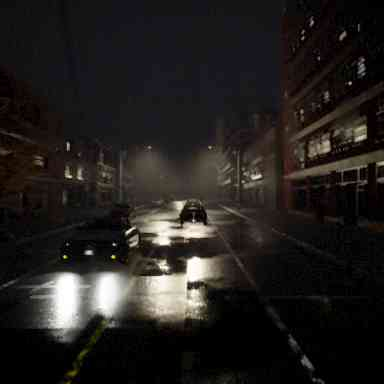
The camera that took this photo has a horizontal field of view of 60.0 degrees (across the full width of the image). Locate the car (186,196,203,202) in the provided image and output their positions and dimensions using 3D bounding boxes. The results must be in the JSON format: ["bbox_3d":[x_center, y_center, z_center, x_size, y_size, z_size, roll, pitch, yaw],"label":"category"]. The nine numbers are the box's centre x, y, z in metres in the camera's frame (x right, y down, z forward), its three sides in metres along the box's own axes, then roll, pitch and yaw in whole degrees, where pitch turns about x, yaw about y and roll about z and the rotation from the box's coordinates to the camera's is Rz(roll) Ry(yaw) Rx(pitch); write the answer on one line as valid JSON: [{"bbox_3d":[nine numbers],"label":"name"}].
[{"bbox_3d":[0.107,1.609,46.207,1.994,1.385,4.181,0,0,0],"label":"car"}]

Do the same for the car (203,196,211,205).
[{"bbox_3d":[2.718,1.588,61.761,1.752,1.417,4.829,1,0,0],"label":"car"}]

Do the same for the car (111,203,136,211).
[{"bbox_3d":[-5.670,1.609,27.412,1.802,1.307,4.206,1,0,0],"label":"car"}]

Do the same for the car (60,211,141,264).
[{"bbox_3d":[-2.997,1.575,11.667,1.994,1.385,4.181,0,0,0],"label":"car"}]

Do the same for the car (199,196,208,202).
[{"bbox_3d":[2.722,1.665,78.651,1.802,1.307,4.206,1,0,0],"label":"car"}]

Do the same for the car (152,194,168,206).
[{"bbox_3d":[-5.661,1.497,55.845,1.967,1.590,4.097,1,0,0],"label":"car"}]

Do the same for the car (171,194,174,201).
[{"bbox_3d":[-5.657,1.517,72.906,1.967,1.590,4.097,1,0,0],"label":"car"}]

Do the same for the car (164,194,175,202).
[{"bbox_3d":[-5.652,1.406,84.279,2.192,1.841,5.009,1,0,0],"label":"car"}]

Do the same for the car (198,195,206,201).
[{"bbox_3d":[2.725,1.642,90.024,1.887,1.381,4.507,1,0,0],"label":"car"}]

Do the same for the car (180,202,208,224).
[{"bbox_3d":[0.107,1.625,24.630,1.895,1.301,4.718,0,0,0],"label":"car"}]

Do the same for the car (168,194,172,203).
[{"bbox_3d":[-5.661,1.635,67.219,1.947,1.339,4.313,1,0,0],"label":"car"}]
